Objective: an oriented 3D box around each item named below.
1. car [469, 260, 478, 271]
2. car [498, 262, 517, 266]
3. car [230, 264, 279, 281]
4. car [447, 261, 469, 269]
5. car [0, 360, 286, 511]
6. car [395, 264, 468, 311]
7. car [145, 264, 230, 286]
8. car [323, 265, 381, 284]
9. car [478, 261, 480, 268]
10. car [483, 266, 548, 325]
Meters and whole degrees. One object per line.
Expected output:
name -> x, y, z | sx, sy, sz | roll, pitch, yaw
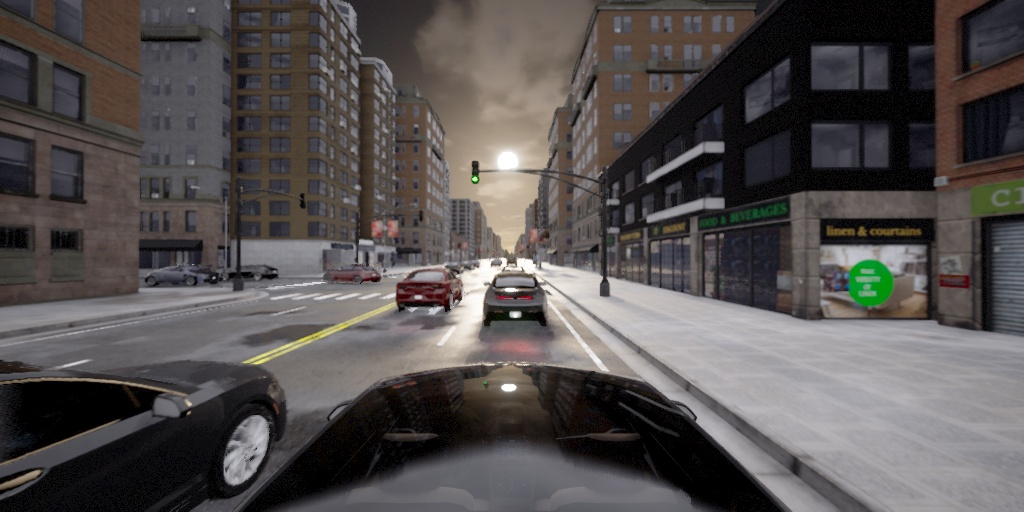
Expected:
car -> -6.583, 1.362, 51.501 | 2.033, 1.411, 5.357 | 0, 0, 1
car -> 0.093, 1.379, 27.305 | 1.895, 1.301, 4.718 | 0, 0, 0
car -> -22.153, 1.369, 30.339 | 4.313, 1.339, 1.948 | 0, 0, 0
car -> -6.604, 1.346, 41.049 | 2.033, 1.411, 5.357 | 0, 0, 0
car -> -3.149, 1.255, 1.577 | 1.837, 1.490, 4.892 | 0, 0, 0
car -> -3.153, 1.241, 14.532 | 1.882, 1.535, 5.008 | 0, 0, 0
car -> -22.637, 1.333, 24.860 | 4.181, 1.385, 1.994 | 0, 0, 0
car -> -11.980, 1.343, 26.872 | 4.181, 1.385, 1.994 | 0, 0, 19
car -> -6.509, 1.380, 62.000 | 2.033, 1.411, 5.357 | 0, 0, 0
car -> 0.097, 1.266, 11.752 | 1.837, 1.490, 4.892 | 0, 0, 0
